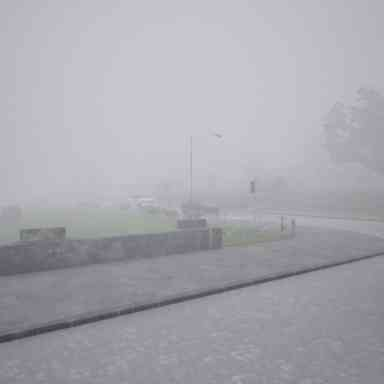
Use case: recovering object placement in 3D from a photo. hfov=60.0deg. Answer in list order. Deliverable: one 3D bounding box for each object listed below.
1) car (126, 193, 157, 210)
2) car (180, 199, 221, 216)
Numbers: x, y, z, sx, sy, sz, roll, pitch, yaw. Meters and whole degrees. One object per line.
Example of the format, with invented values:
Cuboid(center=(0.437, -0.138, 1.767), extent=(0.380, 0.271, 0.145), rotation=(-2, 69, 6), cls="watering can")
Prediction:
Cuboid(center=(-6.646, 1.219, 43.568), extent=(2.150, 2.045, 5.566), rotation=(0, 0, -36), cls="car")
Cuboid(center=(0.785, 1.475, 33.139), extent=(1.882, 1.535, 5.008), rotation=(0, 0, -36), cls="car")
